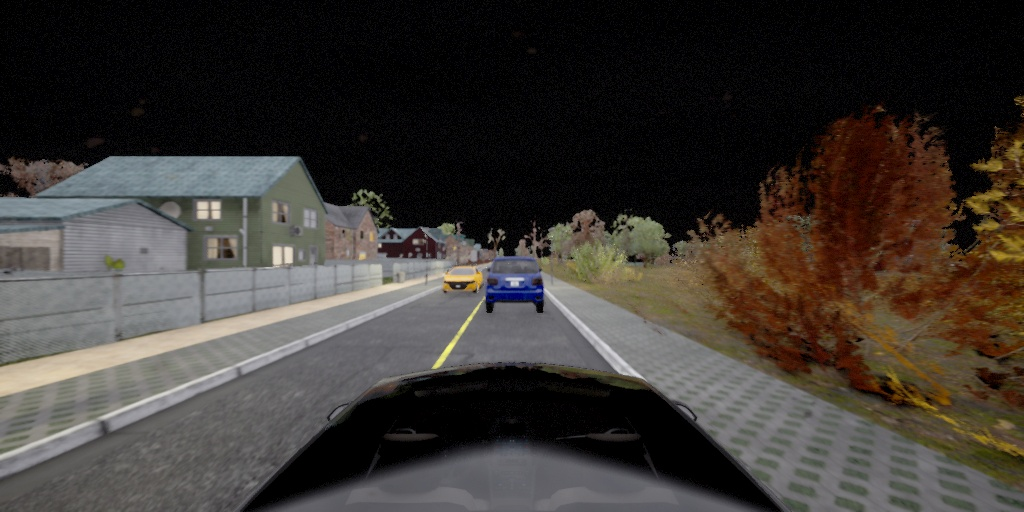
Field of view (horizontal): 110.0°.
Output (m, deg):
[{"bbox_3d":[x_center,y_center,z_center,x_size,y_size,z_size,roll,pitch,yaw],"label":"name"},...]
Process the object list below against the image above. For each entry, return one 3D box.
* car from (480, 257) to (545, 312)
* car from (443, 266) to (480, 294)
[{"bbox_3d":[0.096,1.049,14.833,2.150,2.045,5.566,0,0,0],"label":"car"},{"bbox_3d":[-2.854,1.346,21.470,1.882,1.535,5.008,0,0,0],"label":"car"}]
